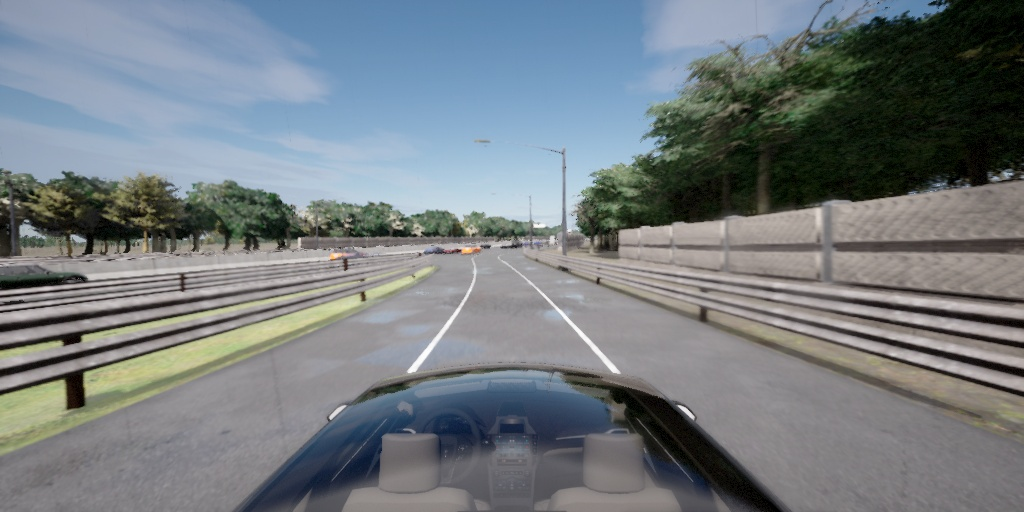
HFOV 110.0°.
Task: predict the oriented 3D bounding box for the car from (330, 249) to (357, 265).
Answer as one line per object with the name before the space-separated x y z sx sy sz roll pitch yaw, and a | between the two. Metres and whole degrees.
car | -17.059 0.249 39.886 2.033 1.411 5.357 0 3 17

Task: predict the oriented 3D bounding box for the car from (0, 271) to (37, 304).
car | -21.586 1.649 12.899 1.837 1.490 4.892 0 3 17

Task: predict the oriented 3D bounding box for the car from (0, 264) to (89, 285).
car | -26.821 1.237 19.754 2.097 1.767 4.553 0 3 17

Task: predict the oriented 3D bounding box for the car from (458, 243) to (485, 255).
car | -6.829 -1.195 61.557 2.097 1.767 4.553 0 3 17

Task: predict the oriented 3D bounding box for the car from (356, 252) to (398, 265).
car | -13.954 0.315 38.066 1.994 1.385 4.181 0 3 17

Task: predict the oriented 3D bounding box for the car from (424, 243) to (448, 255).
car | -13.516 -1.009 63.631 2.033 1.411 5.357 0 3 17

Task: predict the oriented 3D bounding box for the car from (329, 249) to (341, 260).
car | -19.682 -0.083 43.295 2.097 1.767 4.553 0 3 17

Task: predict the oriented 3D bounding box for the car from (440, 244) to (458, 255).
car | -10.162 -0.952 62.629 1.895 1.301 4.718 0 3 17
